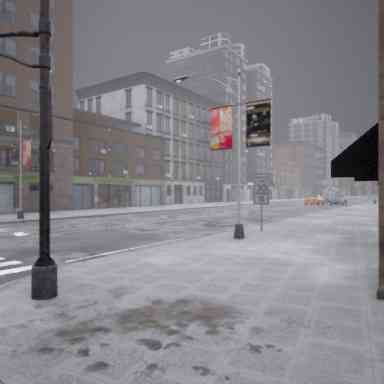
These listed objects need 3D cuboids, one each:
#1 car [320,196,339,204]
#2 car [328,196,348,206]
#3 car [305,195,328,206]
[{"bbox_3d":[24.947,1.370,60.238,2.033,1.411,5.357,0,0,37],"label":"car"},{"bbox_3d":[22.782,1.374,51.433,2.033,1.411,5.357,0,0,34],"label":"car"},{"bbox_3d":[19.355,1.179,52.218,2.097,1.767,4.553,0,0,35],"label":"car"}]
